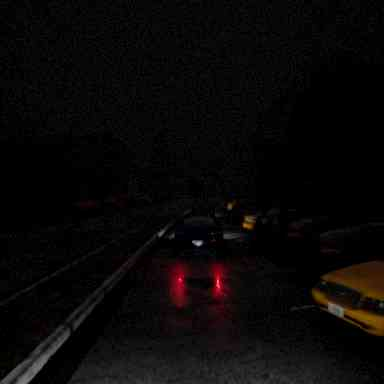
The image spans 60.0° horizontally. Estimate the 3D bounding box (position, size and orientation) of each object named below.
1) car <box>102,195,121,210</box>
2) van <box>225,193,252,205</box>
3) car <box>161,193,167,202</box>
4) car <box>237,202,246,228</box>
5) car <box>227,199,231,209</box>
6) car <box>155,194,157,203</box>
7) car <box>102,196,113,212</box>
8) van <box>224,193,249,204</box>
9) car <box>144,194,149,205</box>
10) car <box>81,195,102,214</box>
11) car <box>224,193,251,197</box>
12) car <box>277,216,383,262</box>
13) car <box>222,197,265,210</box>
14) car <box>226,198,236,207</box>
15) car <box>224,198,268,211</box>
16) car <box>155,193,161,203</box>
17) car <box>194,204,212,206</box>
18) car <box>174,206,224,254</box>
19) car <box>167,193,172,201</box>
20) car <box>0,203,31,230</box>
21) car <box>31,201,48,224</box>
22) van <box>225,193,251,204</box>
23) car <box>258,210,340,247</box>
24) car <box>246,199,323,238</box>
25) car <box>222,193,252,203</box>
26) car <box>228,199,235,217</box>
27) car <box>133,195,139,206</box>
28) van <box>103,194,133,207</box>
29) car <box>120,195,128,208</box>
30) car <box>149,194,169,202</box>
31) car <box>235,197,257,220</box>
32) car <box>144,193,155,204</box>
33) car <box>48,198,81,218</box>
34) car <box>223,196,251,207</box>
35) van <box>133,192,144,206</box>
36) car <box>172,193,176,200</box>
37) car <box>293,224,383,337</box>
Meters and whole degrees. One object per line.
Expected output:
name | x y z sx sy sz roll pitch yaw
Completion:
car | -11.599 1.518 40.815 5.008 1.535 2.097 -1 0 -15
van | 8.249 1.283 59.214 4.442 1.987 1.878 1 0 -15
car | -8.813 1.288 70.786 5.566 2.045 2.435 -1 0 -15
car | 5.410 1.493 17.878 5.366 1.575 1.946 1 0 -17
car | 5.643 1.526 26.678 4.792 1.488 2.163 1 0 -16
car | -9.678 1.533 61.797 5.008 1.535 2.097 -1 0 -15
car | -11.823 1.517 37.804 4.892 1.521 2.231 -1 0 -16
van | 8.796 1.286 65.144 4.442 1.987 1.878 1 0 -15
car | -10.238 1.530 55.812 5.008 1.535 2.097 -1 0 -15
car | -12.045 1.387 34.792 4.553 1.767 2.185 -1 0 -16
car | 6.471 1.375 38.511 4.553 1.767 2.185 1 0 -15
car | 4.951 1.530 8.940 4.674 1.452 2.002 1 0 -18
car | 6.821 1.499 44.382 5.366 1.575 1.946 1 0 -15
car | 5.885 1.528 29.663 4.792 1.488 2.163 1 0 -16
car | 6.738 1.503 41.477 4.892 1.521 2.231 1 0 -15
car | -9.424 1.284 64.776 5.566 2.045 2.435 -1 0 -15
car | 0.923 1.619 27.291 1.895 1.301 4.718 0 0 4
car | 0.311 1.534 13.529 1.812 1.442 4.674 0 0 2
car | -8.249 1.292 76.774 5.566 2.045 2.435 -1 0 -15
car | -12.953 1.245 19.728 5.566 2.045 2.435 -1 0 -18
car | -12.835 1.500 22.733 5.008 1.535 2.097 -1 0 -17
van | 8.523 1.285 62.180 4.442 1.987 1.878 1 0 -15
car | 5.025 1.531 11.900 4.674 1.452 2.002 1 0 -18
car | 5.094 1.366 14.852 4.553 1.767 2.185 1 0 -18
car | 9.213 1.264 68.150 5.566 2.045 2.435 1 0 -15
car | 5.502 1.495 23.736 5.008 1.535 2.097 1 0 -17
car | -10.820 1.556 49.807 4.792 1.488 2.163 -1 0 -15
van | -10.957 1.296 46.852 4.442 1.987 1.878 -1 0 -15
car | -11.510 1.521 43.762 5.366 1.575 1.946 -1 0 -15
car | -7.954 1.419 79.756 4.553 1.767 2.185 -1 0 -15
car | 5.395 1.369 20.783 4.553 1.767 2.185 1 0 -17
car | -9.984 1.281 58.793 5.566 2.045 2.435 -1 0 -15
car | -12.479 1.506 28.761 5.008 1.535 2.097 -1 0 -17
car | 6.260 1.500 35.562 5.008 1.535 2.097 1 0 -15
van | -10.406 1.300 52.852 4.442 1.987 1.878 -1 0 -15
car | -7.406 1.549 85.749 5.008 1.535 2.097 -1 0 -14
car | 4.723 1.483 5.914 5.366 1.575 1.946 1 0 -19
